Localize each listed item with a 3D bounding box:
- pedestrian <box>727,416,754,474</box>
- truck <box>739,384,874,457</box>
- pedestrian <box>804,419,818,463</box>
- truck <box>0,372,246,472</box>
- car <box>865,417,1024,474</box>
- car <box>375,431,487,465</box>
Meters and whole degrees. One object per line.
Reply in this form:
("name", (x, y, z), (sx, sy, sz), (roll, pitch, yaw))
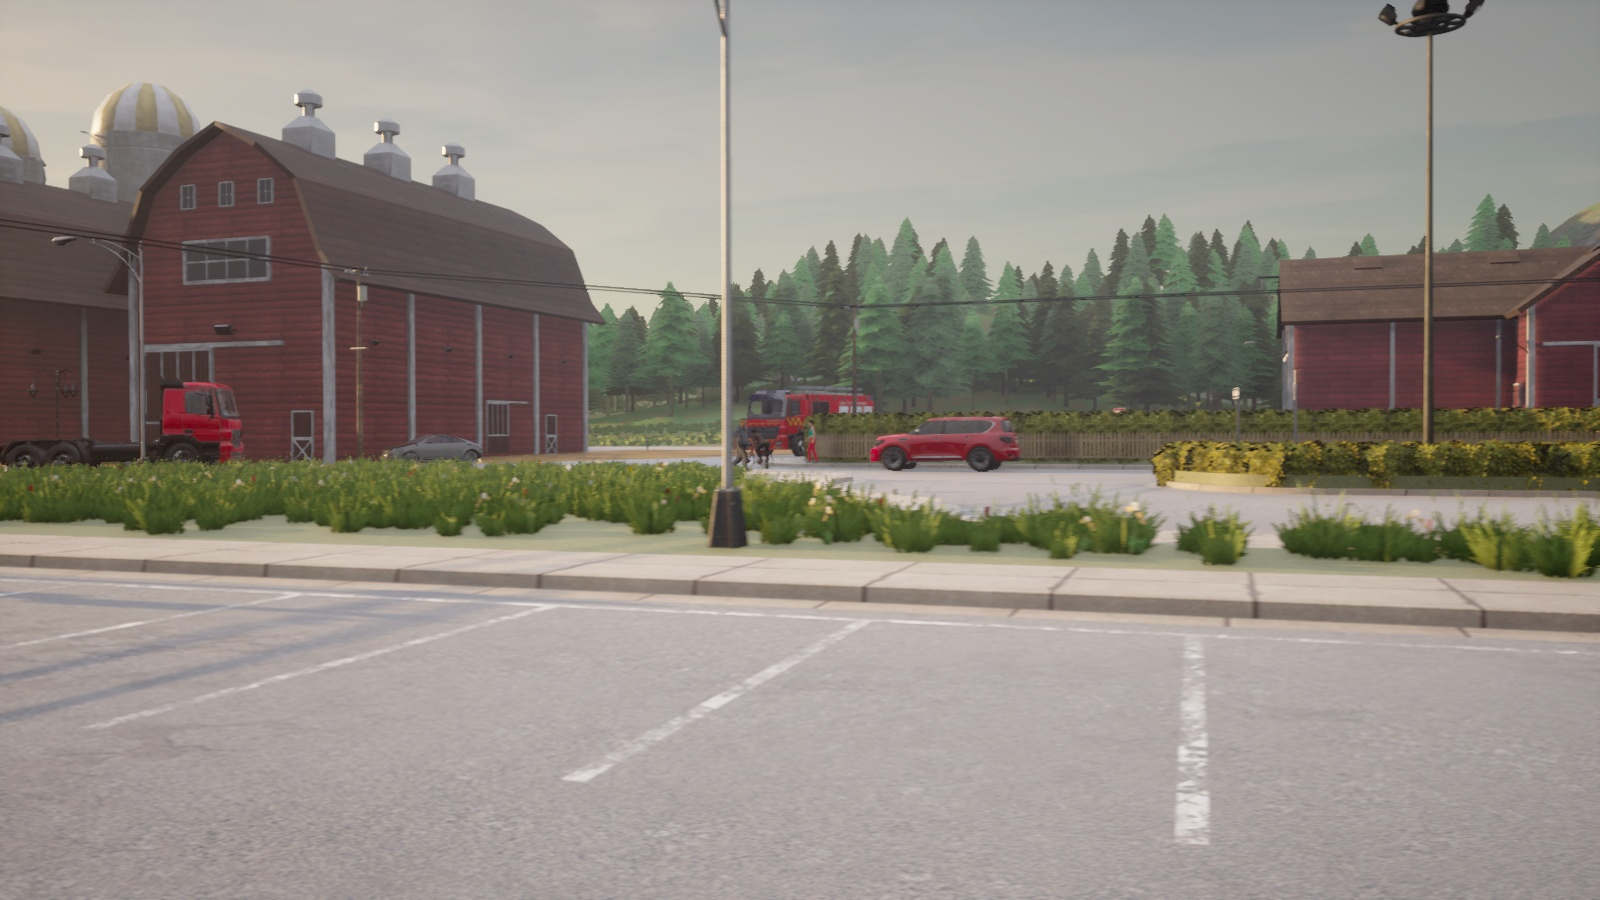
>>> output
("pedestrian", (-1.896, -0.167, 40.045), (0.694, 1.848, 0.540), (1, 1, 37))
("truck", (0.484, -1.606, 69.974), (2.891, 3.827, 8.468), (1, 1, 38))
("pedestrian", (0.467, -0.359, 52.614), (0.594, 1.836, 0.345), (0, 1, 2))
("truck", (-24.702, -1.003, 45.649), (7.936, 3.462, 2.891), (0, 1, -14))
("car", (5.451, -0.189, 47.281), (5.566, 2.045, 2.150), (1, 1, 19))
("car", (-15.927, -0.106, 54.235), (4.181, 1.385, 1.994), (-1, 1, -37))
